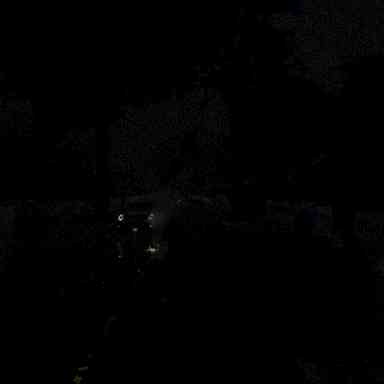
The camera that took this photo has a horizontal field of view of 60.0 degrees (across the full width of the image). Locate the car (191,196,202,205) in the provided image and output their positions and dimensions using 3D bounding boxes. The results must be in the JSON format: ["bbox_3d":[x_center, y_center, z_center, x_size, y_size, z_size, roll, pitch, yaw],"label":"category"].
[{"bbox_3d":[0.793,1.479,59.951,1.812,1.442,4.674,0,0,0],"label":"car"}]

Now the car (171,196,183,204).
[{"bbox_3d":[-2.814,1.458,61.601,1.837,1.490,4.892,0,0,1],"label":"car"}]

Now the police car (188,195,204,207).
[{"bbox_3d":[0.798,1.368,50.056,1.930,1.638,5.238,0,0,0],"label":"police car"}]

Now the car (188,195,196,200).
[{"bbox_3d":[-0.044,1.426,84.644,1.994,1.385,4.181,0,0,0],"label":"car"}]

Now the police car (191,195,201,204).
[{"bbox_3d":[0.790,1.389,66.064,1.930,1.638,5.238,0,0,0],"label":"police car"}]

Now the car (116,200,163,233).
[{"bbox_3d":[-2.860,1.301,18.944,2.097,1.767,4.553,0,0,0],"label":"car"}]
